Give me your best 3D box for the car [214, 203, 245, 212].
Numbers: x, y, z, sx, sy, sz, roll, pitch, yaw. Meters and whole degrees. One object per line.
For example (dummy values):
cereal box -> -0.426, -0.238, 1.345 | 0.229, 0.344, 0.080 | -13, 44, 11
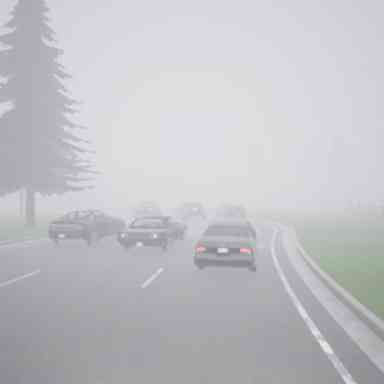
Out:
car -> 3.431, 1.781, 30.792 | 1.837, 1.490, 4.892 | 2, -1, -11

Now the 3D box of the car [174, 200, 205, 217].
car -> -0.341, 1.621, 31.315 | 2.097, 1.767, 4.553 | 0, 0, -16

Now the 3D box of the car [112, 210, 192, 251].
car -> -1.542, 1.725, 14.864 | 1.895, 1.301, 4.718 | 0, -1, 12

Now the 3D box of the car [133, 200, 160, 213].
car -> -4.617, 1.615, 32.115 | 2.097, 1.767, 4.553 | 0, 0, -25

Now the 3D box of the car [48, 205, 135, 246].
car -> -4.827, 1.615, 16.040 | 2.128, 1.511, 4.902 | 0, -1, 12

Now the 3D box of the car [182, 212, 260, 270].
car -> 1.318, 1.651, 11.471 | 2.033, 1.411, 5.357 | 0, 0, 11
